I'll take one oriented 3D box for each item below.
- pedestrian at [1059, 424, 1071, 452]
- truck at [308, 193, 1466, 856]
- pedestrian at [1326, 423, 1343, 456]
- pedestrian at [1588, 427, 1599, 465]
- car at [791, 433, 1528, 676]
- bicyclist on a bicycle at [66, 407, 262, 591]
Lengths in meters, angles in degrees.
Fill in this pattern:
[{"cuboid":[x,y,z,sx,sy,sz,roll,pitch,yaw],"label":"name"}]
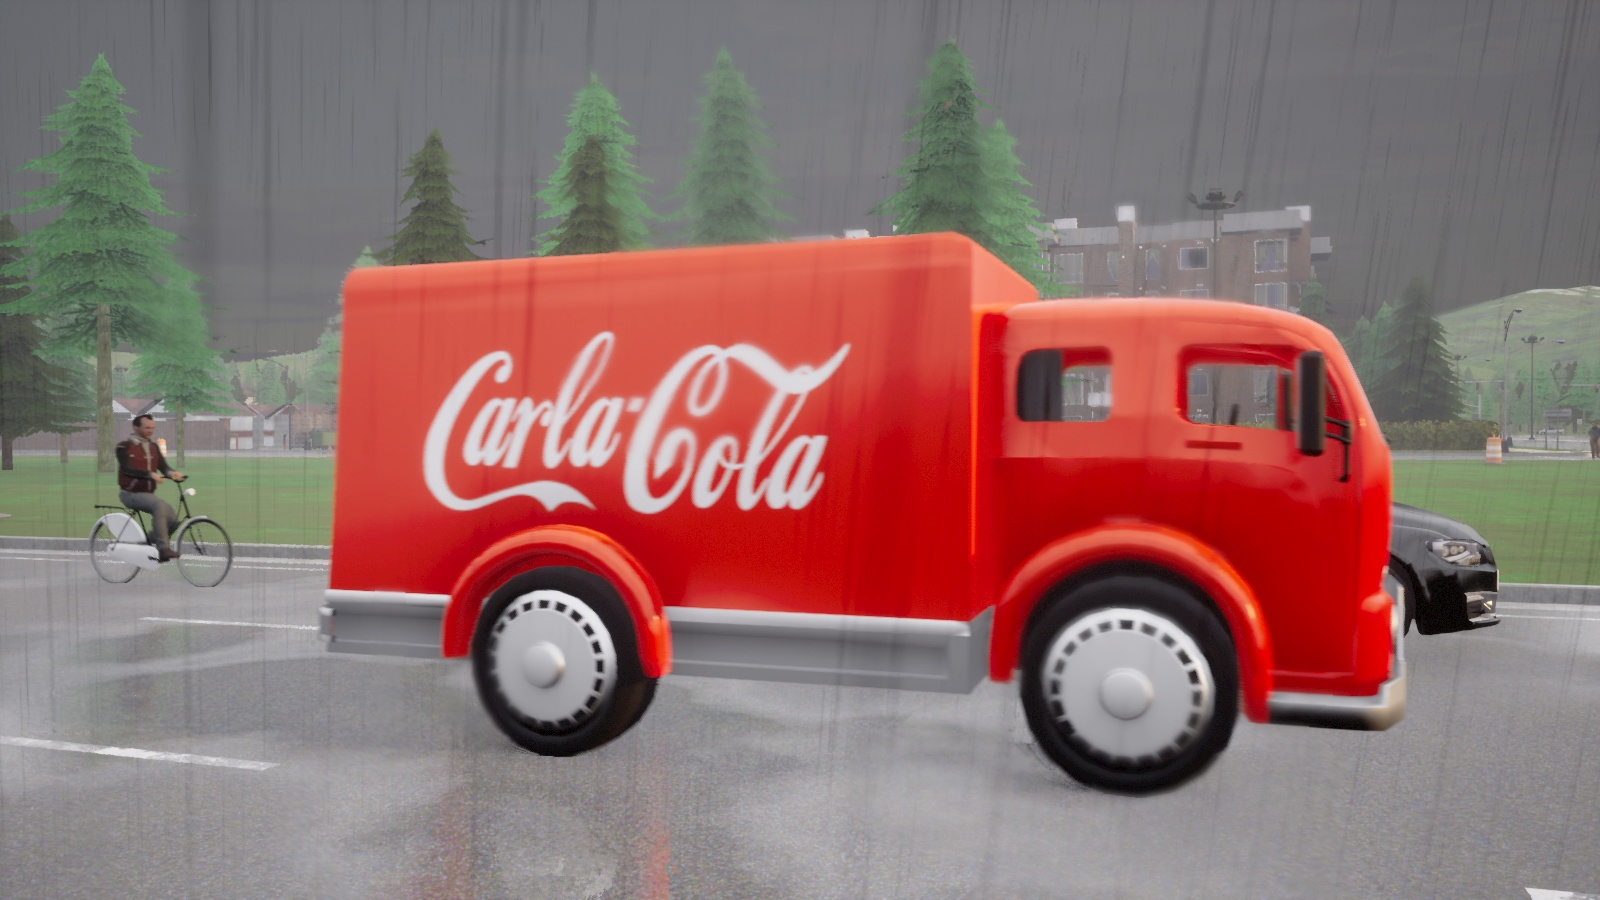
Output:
[{"cuboid":[17.150,-0.781,81.239,0.706,1.836,0.354,1,1,19],"label":"pedestrian"},{"cuboid":[0.407,0.229,6.742,5.204,2.467,2.627,1,1,19],"label":"truck"},{"cuboid":[32.385,-0.642,76.112,0.873,1.952,0.659,1,1,19],"label":"pedestrian"},{"cuboid":[38.549,-0.209,60.797,0.540,1.848,0.694,1,1,22],"label":"pedestrian"},{"cuboid":[2.596,0.637,9.704,4.902,1.511,2.128,1,1,19],"label":"car"},{"cuboid":[-6.455,0.469,12.749,1.843,1.776,0.659,0,1,19],"label":"bicyclist on a bicycle"}]
